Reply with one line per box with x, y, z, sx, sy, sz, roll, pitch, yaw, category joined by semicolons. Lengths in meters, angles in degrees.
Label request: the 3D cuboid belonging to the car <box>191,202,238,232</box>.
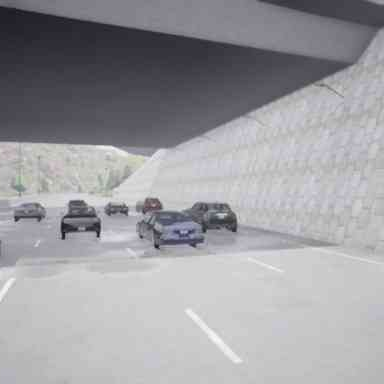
0.844;1.339;19.520;2.097;1.767;4.553;0;0;-20;car

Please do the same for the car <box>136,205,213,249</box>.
-1.148;1.537;14.699;2.033;1.411;5.357;0;0;-20;car

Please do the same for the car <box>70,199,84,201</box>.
-11.135;1.475;32.166;1.837;1.490;4.892;0;0;-20;car

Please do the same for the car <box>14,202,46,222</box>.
-12.804;1.522;26.423;2.033;1.411;5.357;0;0;-20;car

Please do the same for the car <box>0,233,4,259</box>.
-6.606;1.591;9.135;1.895;1.301;4.718;0;0;-19;car

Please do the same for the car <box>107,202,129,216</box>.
-7.356;1.574;31.992;1.895;1.301;4.718;0;0;-20;car

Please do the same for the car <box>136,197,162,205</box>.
-4.453;1.327;34.265;2.097;1.767;4.553;0;0;-20;car

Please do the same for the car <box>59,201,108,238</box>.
-5.912;1.474;17.626;2.128;1.511;4.902;0;0;-20;car
